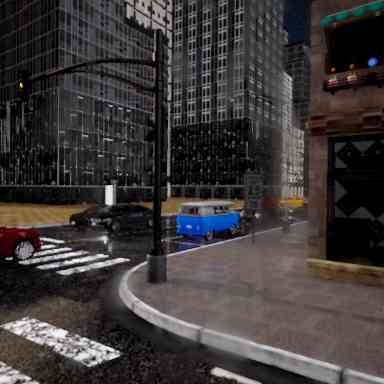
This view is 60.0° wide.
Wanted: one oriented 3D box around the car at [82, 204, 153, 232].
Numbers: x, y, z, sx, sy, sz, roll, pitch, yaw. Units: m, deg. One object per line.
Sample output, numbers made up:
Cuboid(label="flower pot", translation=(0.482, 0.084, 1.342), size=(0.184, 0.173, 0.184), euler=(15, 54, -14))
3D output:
Cuboid(label="car", translation=(-3.955, 1.487, 20.085), size=(1.812, 1.442, 4.674), euler=(1, 1, 37))

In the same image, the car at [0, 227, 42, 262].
Cuboid(label="car", translation=(-7.157, 1.503, 10.089), size=(1.882, 1.535, 5.008), euler=(1, 1, 36))

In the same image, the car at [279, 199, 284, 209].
Cuboid(label="car", translation=(10.174, 1.317, 44.351), size=(1.967, 1.590, 4.097), euler=(1, 1, 35))

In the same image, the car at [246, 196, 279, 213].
Cuboid(label="car", translation=(7.142, 1.279, 35.623), size=(2.097, 1.767, 4.553), euler=(1, 1, 36))

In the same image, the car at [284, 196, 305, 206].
Cuboid(label="car", translation=(16.502, 1.388, 53.221), size=(1.752, 1.417, 4.829), euler=(1, 1, 36))

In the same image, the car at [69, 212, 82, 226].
Cuboid(label="car", translation=(-5.893, 1.491, 21.833), size=(1.947, 1.339, 4.313), euler=(1, 1, 35))

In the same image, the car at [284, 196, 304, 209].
Cuboid(label="car", translation=(13.003, 1.389, 43.772), size=(1.882, 1.535, 5.008), euler=(1, 1, 36))

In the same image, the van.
Cuboid(label="van", translation=(0.932, 1.381, 16.963), size=(1.690, 1.788, 3.998), euler=(1, 1, 35))

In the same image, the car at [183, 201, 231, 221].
Cuboid(label="car", translation=(1.316, 1.508, 27.487), size=(1.994, 1.385, 4.181), euler=(1, 1, 35))
